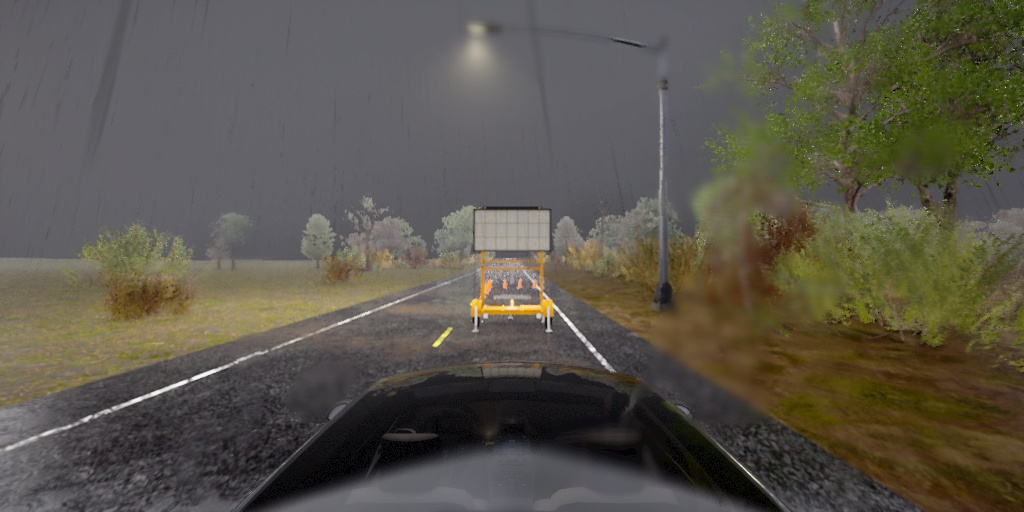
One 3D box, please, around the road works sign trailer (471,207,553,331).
[{"bbox_3d":[0.009,0.275,11.153,2.380,3.560,2.880,0,0,0],"label":"road works sign trailer"}]
